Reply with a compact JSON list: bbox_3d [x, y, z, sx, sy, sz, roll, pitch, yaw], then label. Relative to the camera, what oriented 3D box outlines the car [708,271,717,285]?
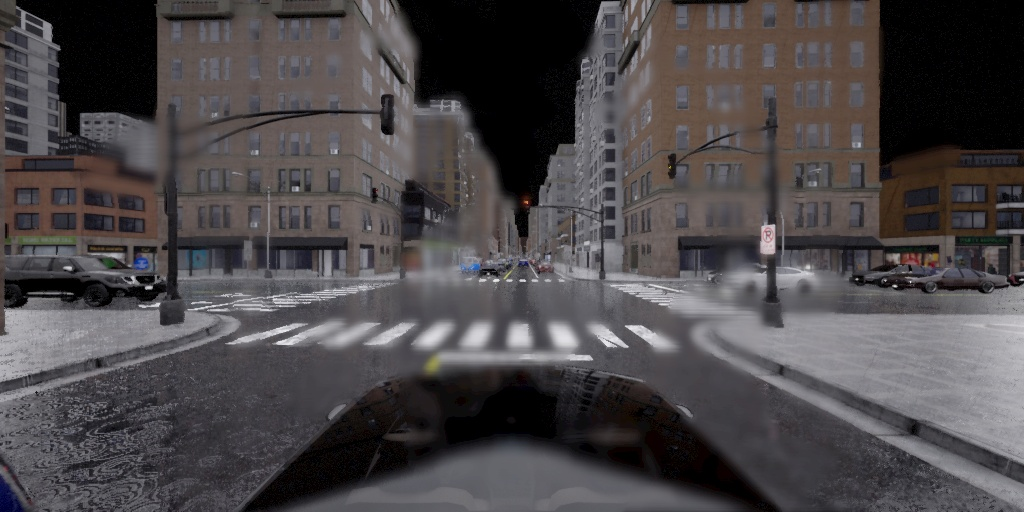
[{"bbox_3d":[15.646,1.257,23.739,4.902,1.511,2.128,0,0,2],"label":"car"}]

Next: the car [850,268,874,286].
[{"bbox_3d":[25.063,1.284,23.470,4.892,1.490,1.837,0,0,2],"label":"car"}]

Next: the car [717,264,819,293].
[{"bbox_3d":[14.769,1.291,20.511,4.674,1.442,1.812,0,0,3],"label":"car"}]

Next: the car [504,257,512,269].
[{"bbox_3d":[-1.488,1.136,54.515,2.097,1.767,4.553,0,0,2],"label":"car"}]

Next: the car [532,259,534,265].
[{"bbox_3d":[4.002,1.341,46.350,1.948,1.339,4.313,0,0,2],"label":"car"}]

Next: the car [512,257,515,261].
[{"bbox_3d":[-1.114,1.146,64.498,2.097,1.767,4.553,0,0,3],"label":"car"}]

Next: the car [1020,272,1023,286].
[{"bbox_3d":[35.046,1.360,23.176,4.181,1.385,1.994,0,0,2],"label":"car"}]

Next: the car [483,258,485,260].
[{"bbox_3d":[-4.519,1.090,46.633,2.192,1.841,5.009,0,0,2],"label":"car"}]

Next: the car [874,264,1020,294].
[{"bbox_3d":[24.356,1.326,20.238,5.357,1.411,2.033,0,0,2],"label":"car"}]

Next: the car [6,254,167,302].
[{"bbox_3d":[-17.666,0.956,14.720,5.566,2.045,2.150,0,0,0],"label":"car"}]

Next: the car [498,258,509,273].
[{"bbox_3d":[-1.812,1.338,44.877,1.994,1.385,4.181,0,0,3],"label":"car"}]

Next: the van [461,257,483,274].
[{"bbox_3d":[-4.707,1.111,41.113,1.690,1.789,3.998,0,0,2],"label":"van"}]

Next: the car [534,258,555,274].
[{"bbox_3d":[3.814,1.210,40.828,1.967,1.591,4.097,0,0,2],"label":"car"}]

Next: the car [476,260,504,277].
[{"bbox_3d":[-2.142,1.365,35.794,1.895,1.301,4.718,0,0,2],"label":"car"}]
